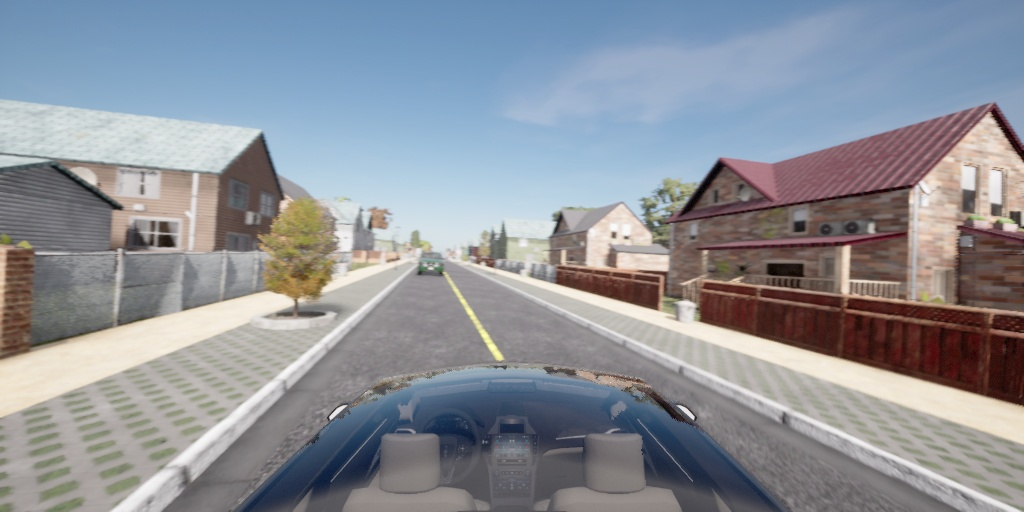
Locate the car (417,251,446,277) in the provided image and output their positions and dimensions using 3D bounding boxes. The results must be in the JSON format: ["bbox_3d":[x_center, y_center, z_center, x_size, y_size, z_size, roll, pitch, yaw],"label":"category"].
[{"bbox_3d":[-7.006,0.613,31.090,2.150,2.045,5.566,3,0,-13],"label":"car"}]
